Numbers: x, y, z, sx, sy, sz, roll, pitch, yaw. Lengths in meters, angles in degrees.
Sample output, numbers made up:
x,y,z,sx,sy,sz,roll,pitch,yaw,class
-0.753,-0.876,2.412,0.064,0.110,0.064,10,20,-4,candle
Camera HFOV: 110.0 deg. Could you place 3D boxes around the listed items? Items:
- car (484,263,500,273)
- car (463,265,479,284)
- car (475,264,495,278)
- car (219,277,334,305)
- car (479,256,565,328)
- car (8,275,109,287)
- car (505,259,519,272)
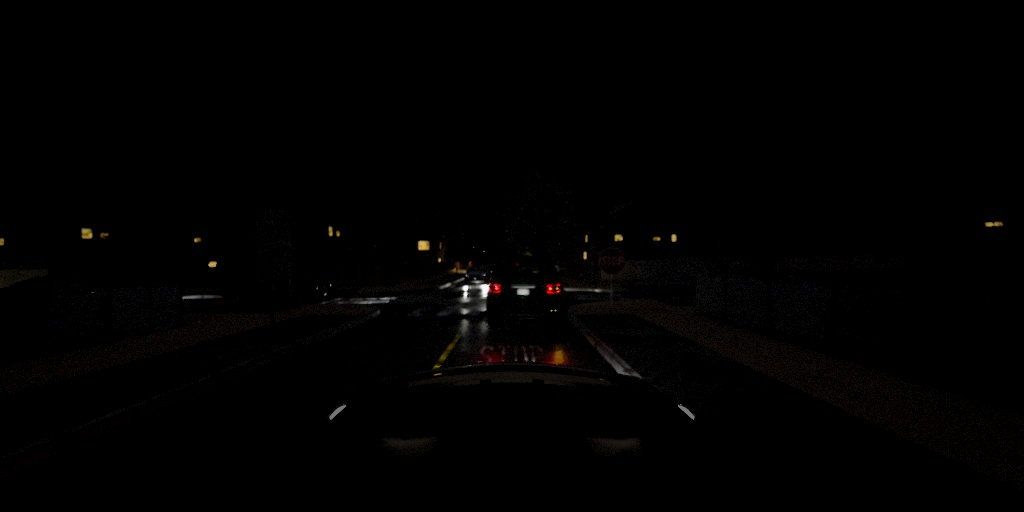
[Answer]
x,y,z,sx,sy,sz,roll,pitch,yaw,class
-2.860,1.757,52.509,1.994,1.385,4.181,0,-1,0,car
-2.866,1.505,30.128,1.812,1.442,4.674,0,-1,0,car
-2.862,1.591,39.296,1.812,1.442,4.674,0,0,0,car
-11.668,1.665,18.086,4.718,1.301,1.895,-1,1,-3,car
0.570,1.045,11.883,2.150,2.045,5.566,0,-1,6,car
-22.112,1.722,17.886,4.892,1.490,1.837,-1,1,-1,car
-0.032,1.485,59.035,2.150,2.045,5.566,0,-1,0,car
